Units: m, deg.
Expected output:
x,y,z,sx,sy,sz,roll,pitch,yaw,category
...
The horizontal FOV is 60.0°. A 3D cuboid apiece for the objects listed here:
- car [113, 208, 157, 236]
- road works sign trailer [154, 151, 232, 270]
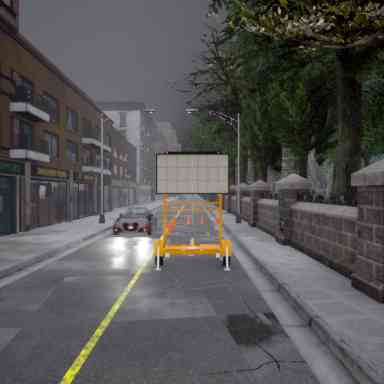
x,y,z,sx,sy,sz,roll,pitch,yaw,category
-3.063,1.578,18.559,1.994,1.385,4.181,0,0,0,car
0.022,0.470,10.984,2.380,3.560,2.880,0,0,0,road works sign trailer
